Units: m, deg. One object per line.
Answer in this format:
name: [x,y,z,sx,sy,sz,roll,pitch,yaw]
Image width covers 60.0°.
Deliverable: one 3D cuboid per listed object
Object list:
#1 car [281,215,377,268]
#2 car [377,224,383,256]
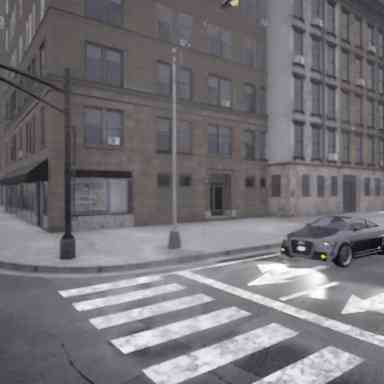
car: [4.923,1.501,11.186,4.181,1.385,1.994,-1,0,-35]
car: [7.101,1.426,8.744,4.892,1.490,1.837,-1,0,-35]
